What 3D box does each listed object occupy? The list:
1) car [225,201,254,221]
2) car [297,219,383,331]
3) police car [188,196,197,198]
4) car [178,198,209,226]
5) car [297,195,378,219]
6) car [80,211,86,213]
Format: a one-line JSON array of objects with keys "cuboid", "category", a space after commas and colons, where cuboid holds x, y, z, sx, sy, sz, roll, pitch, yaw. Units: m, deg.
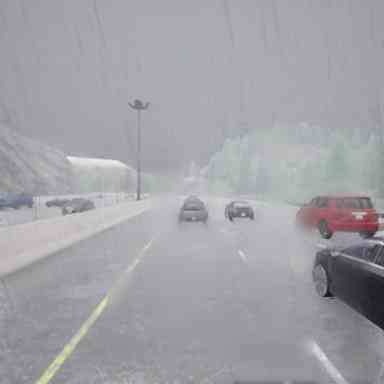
[{"cuboid": [3.604, 1.408, 25.637, 1.812, 1.442, 4.674, 0, 0, 0], "category": "car"}, {"cuboid": [3.600, 1.466, 5.504, 2.128, 1.511, 4.902, 0, 0, 0], "category": "car"}, {"cuboid": [0.105, 1.315, 41.463, 2.038, 1.542, 4.974, 0, 0, 0], "category": "police car"}, {"cuboid": [0.103, 1.388, 22.451, 2.128, 1.511, 4.902, 0, 0, 0], "category": "car"}, {"cuboid": [7.114, 1.144, 16.799, 2.150, 2.045, 5.566, 0, 0, 0], "category": "car"}, {"cuboid": [-10.591, 1.349, 31.293, 2.128, 1.511, 4.902, 0, 0, 0], "category": "car"}]
